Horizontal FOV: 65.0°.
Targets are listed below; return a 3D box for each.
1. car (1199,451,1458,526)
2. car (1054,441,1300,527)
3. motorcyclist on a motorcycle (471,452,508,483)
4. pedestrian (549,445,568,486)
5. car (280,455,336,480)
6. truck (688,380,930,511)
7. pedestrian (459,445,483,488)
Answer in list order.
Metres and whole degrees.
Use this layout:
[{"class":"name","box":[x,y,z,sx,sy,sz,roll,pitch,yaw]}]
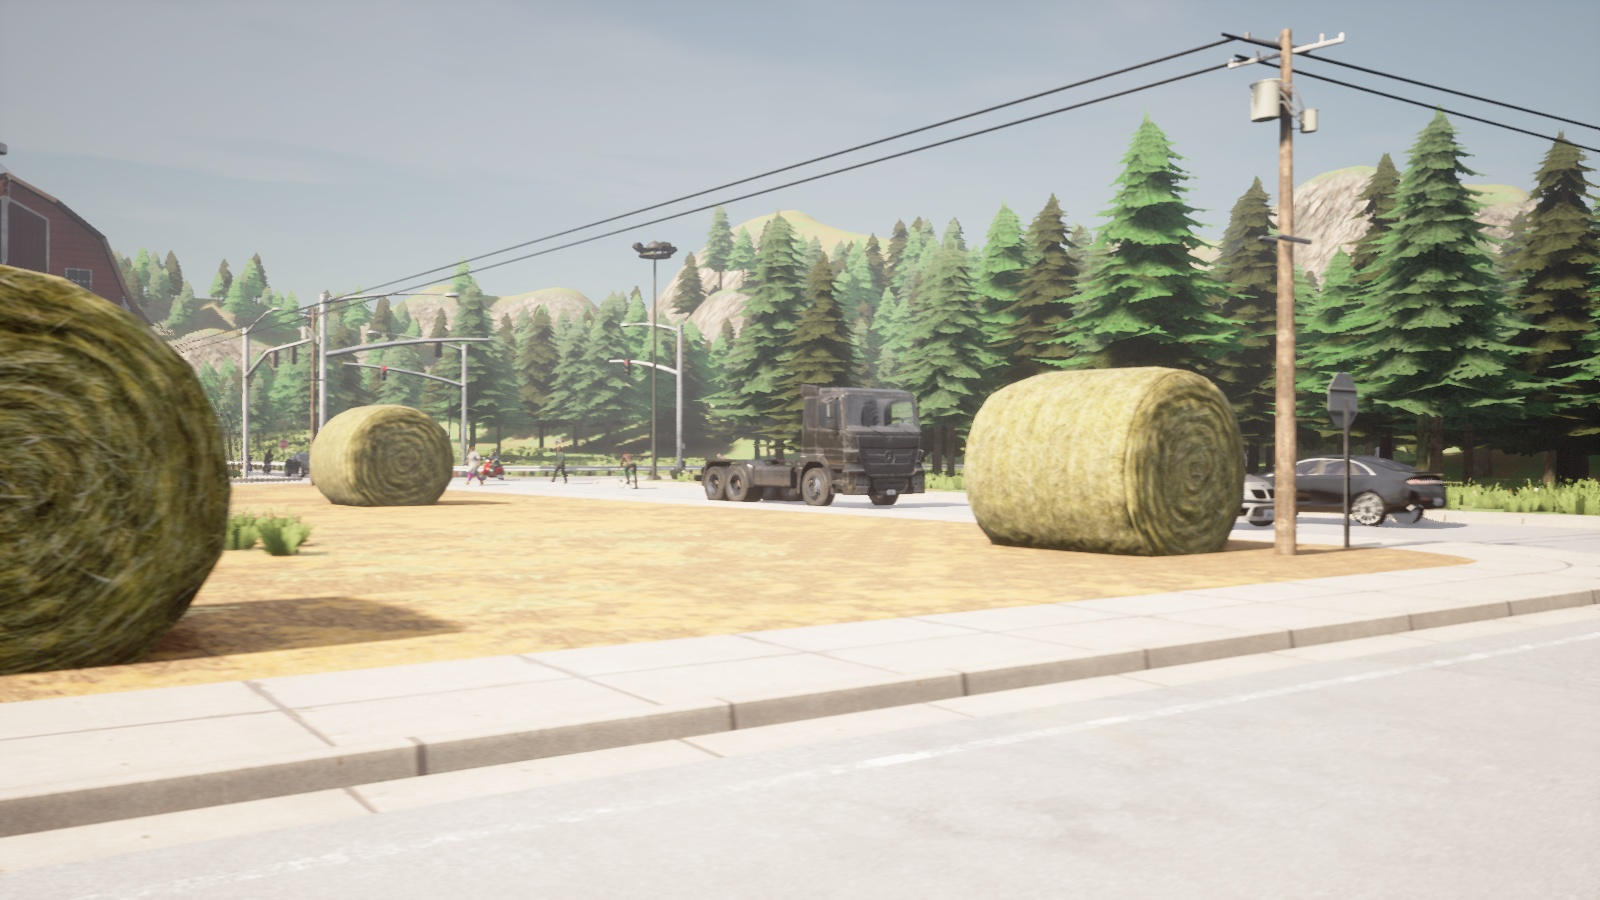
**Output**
[{"class":"car","box":[11.615,0.780,27.925,2.128,1.511,4.902,0,0,-38]},{"class":"car","box":[7.979,0.673,26.959,2.242,1.667,4.611,0,0,-37]},{"class":"motorcyclist on a motorcycle","box":[-16.406,0.918,66.483,0.866,1.590,1.817,2,1,29]},{"class":"pedestrian","box":[-11.547,0.746,60.041,0.788,1.949,0.423,0,0,-36]},{"class":"car","box":[-29.814,1.034,75.985,1.837,1.490,4.892,0,0,-38]},{"class":"truck","box":[0.043,-0.111,37.250,2.891,3.462,7.936,0,0,-38]},{"class":"pedestrian","box":[-15.099,0.745,57.620,0.873,1.952,0.659,0,0,-39]}]
